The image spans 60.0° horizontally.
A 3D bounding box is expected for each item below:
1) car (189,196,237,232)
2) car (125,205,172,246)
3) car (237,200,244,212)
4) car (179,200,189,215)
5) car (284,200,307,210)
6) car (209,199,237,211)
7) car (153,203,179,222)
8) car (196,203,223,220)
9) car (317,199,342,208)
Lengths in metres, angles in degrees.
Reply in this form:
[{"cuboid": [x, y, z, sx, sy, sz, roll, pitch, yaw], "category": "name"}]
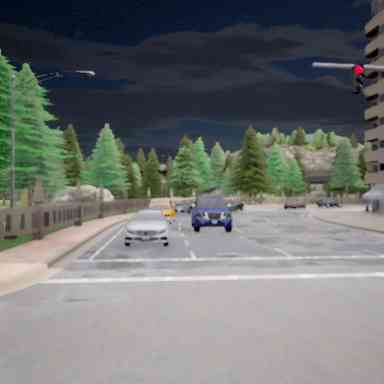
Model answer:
[{"cuboid": [1.147, 1.310, 20.972, 2.150, 2.045, 5.566, 0, 0, -2], "category": "car"}, {"cuboid": [-1.970, 1.567, 15.542, 1.812, 1.442, 4.674, 0, 0, -4], "category": "car"}, {"cuboid": [5.014, 1.712, 41.177, 2.128, 1.511, 4.902, 0, 0, 27], "category": "car"}, {"cuboid": [-0.582, 1.654, 36.213, 2.128, 1.511, 4.902, 0, 0, 17], "category": "car"}, {"cuboid": [15.523, 1.889, 49.857, 1.994, 1.385, 4.181, 0, 0, 44], "category": "car"}, {"cuboid": [4.519, 1.754, 47.545, 1.837, 1.490, 4.892, 0, 0, 33], "category": "car"}, {"cuboid": [-2.287, 1.568, 24.848, 1.882, 1.535, 5.008, 0, 0, 2], "category": "car"}, {"cuboid": [1.701, 1.747, 30.950, 1.895, 1.301, 4.718, 0, 0, 11], "category": "car"}, {"cuboid": [23.251, 1.894, 56.157, 4.902, 1.511, 2.128, 0, 0, -28], "category": "car"}]
